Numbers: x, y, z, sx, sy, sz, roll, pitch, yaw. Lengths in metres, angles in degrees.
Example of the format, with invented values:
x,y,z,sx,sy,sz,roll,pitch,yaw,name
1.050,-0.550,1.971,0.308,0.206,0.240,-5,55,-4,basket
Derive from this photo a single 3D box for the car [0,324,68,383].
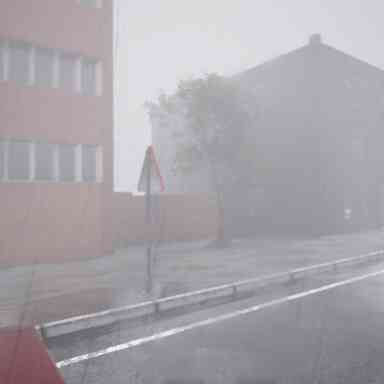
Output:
x,y,z,sx,sy,sz,roll,pitch,yaw,name
-3.060,1.601,1.505,4.718,1.301,1.895,0,0,-35,car
